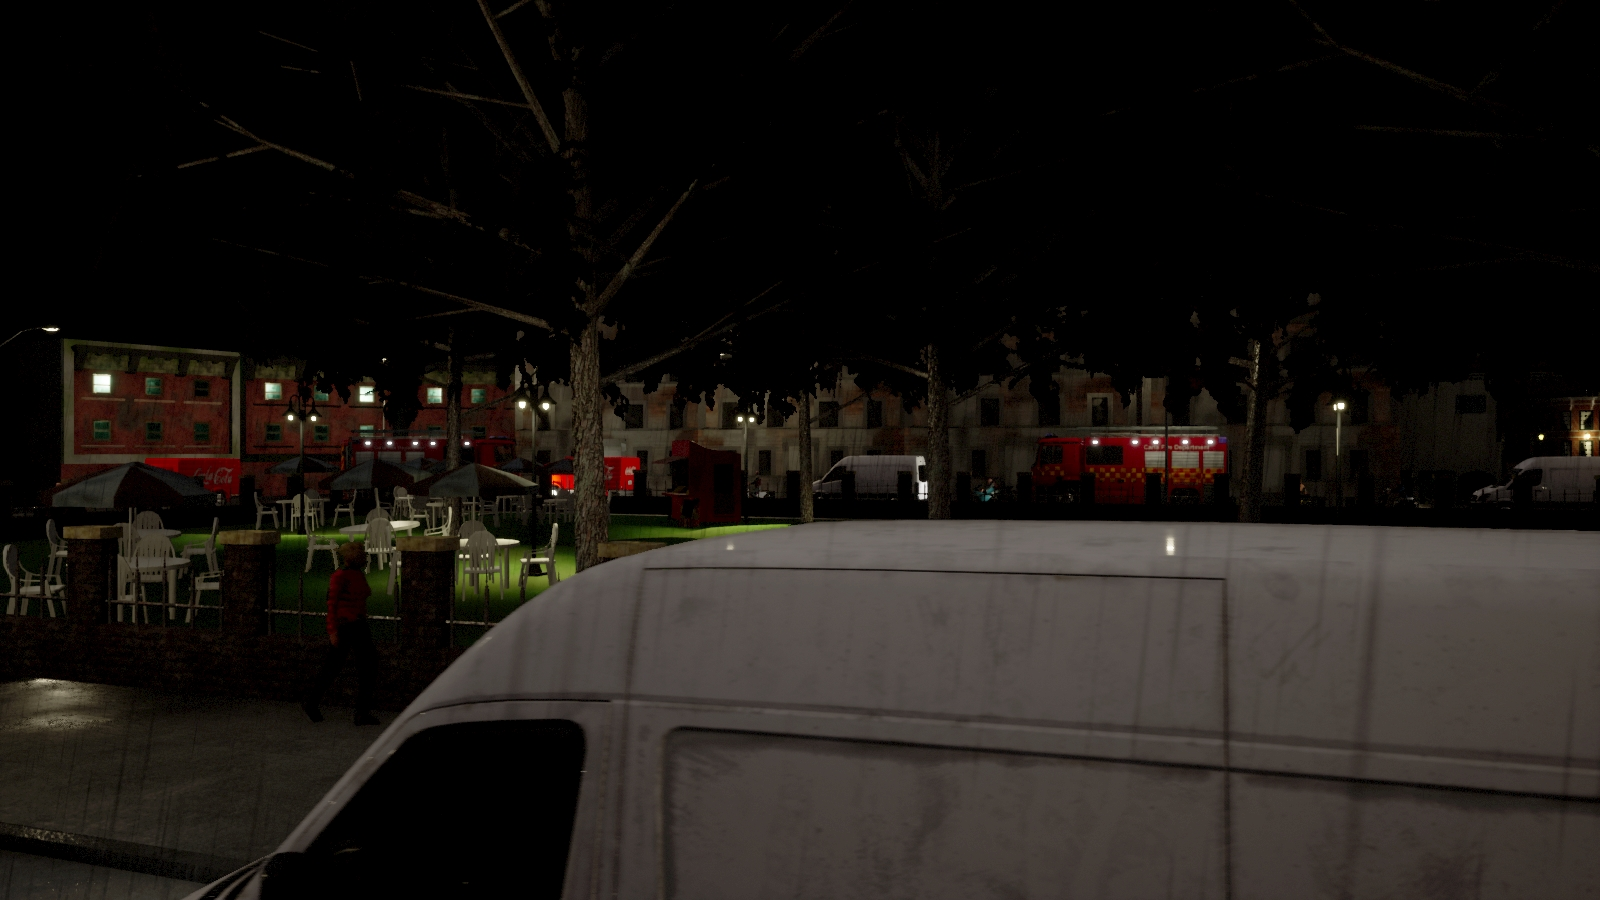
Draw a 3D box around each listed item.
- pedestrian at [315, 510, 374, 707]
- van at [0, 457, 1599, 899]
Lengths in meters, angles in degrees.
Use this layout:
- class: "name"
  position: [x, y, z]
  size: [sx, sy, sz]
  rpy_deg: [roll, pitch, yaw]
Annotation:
- class: "pedestrian"
  position: [-4.440, 1.528, 11.148]
  size: [0.375, 1.860, 0.375]
  rpy_deg: [0, 0, 20]
- class: "van"
  position: [0.331, 1.315, 3.721]
  size: [5.915, 2.561, 1.988]
  rpy_deg: [0, 0, 20]
